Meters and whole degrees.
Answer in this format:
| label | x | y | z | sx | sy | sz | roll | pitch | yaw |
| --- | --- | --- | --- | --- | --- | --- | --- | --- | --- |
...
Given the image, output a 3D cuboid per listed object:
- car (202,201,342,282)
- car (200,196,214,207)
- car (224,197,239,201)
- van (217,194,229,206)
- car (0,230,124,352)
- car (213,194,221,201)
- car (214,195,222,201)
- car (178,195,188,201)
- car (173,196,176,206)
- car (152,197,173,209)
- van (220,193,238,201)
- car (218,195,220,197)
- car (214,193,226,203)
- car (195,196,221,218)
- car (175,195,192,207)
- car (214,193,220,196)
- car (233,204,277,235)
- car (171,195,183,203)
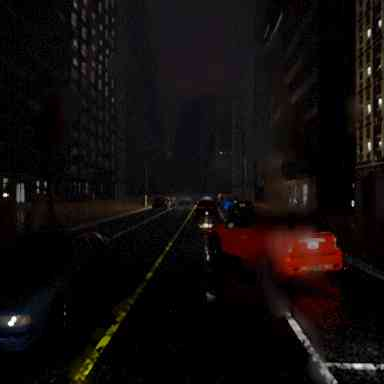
| label | x | y | z | sx | sy | sz | roll | pitch | yaw |
| --- | --- | --- | --- | --- | --- | --- | --- | --- | --- |
| car | 2.218 | 1.329 | 10.122 | 2.097 | 1.767 | 4.553 | 0 | 0 | -20 |
| car | 2.290 | 1.431 | 51.848 | 2.033 | 1.411 | 5.357 | 0 | 0 | 2 |
| car | 3.749 | 1.386 | 25.079 | 1.967 | 1.590 | 4.097 | 0 | 0 | 2 |
| van | 4.952 | 1.221 | 53.260 | 1.690 | 1.788 | 3.998 | 1 | 0 | 2 |
| car | -2.834 | 1.534 | 6.774 | 2.033 | 1.411 | 5.357 | 0 | 0 | 3 |
| car | 6.158 | 1.334 | 81.611 | 1.752 | 1.417 | 4.829 | 1 | 0 | 2 |
| car | 5.910 | 1.406 | 75.805 | 1.802 | 1.307 | 4.206 | 1 | 0 | 2 |
| car | -2.223 | 1.361 | 81.780 | 2.008 | 1.369 | 4.403 | 1 | 0 | 2 |
| car | -3.424 | 1.432 | 53.591 | 2.008 | 1.369 | 4.403 | 1 | 0 | 2 |
| car | -3.904 | 1.349 | 42.316 | 1.967 | 1.590 | 4.097 | 1 | 0 | 2 |
| van | 4.230 | 1.262 | 36.350 | 1.690 | 1.788 | 3.998 | 1 | 0 | 2 |
| car | 4.469 | 1.458 | 41.987 | 2.008 | 1.369 | 4.403 | 1 | 0 | 2 |
| car | 5.432 | 1.167 | 64.532 | 2.192 | 1.841 | 5.009 | 1 | 0 | 2 |
| car | 1.327 | 1.443 | 29.540 | 1.837 | 1.490 | 4.892 | 0 | 1 | 3 |
| car | -0.961 | 1.490 | 49.955 | 1.895 | 1.301 | 4.718 | 0 | 0 | 3 |
| car | 4.711 | 1.209 | 47.623 | 2.192 | 1.841 | 5.009 | 1 | 0 | 2 |
| car | 3.508 | 1.502 | 19.442 | 1.887 | 1.381 | 4.507 | 0 | 0 | 2 |
| car | -2.944 | 1.404 | 64.866 | 2.008 | 1.369 | 4.403 | 1 | 0 | 2 |
